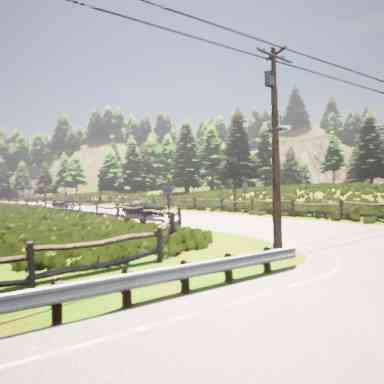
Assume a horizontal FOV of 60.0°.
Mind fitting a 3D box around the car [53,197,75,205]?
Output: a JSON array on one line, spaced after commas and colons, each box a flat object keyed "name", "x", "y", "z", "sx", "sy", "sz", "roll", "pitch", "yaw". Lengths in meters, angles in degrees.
[{"name": "car", "x": -17.830, "y": 1.400, "z": 45.991, "sx": 1.812, "sy": 1.442, "sz": 4.674, "roll": -3, "pitch": 1, "yaw": -40}]

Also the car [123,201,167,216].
[{"name": "car", "x": -4.076, "y": 1.434, "z": 28.499, "sx": 1.895, "sy": 1.301, "sz": 4.718, "roll": -3, "pitch": 2, "yaw": -37}]
